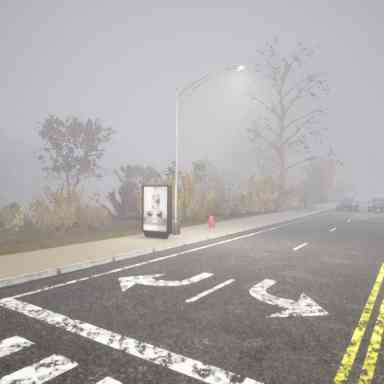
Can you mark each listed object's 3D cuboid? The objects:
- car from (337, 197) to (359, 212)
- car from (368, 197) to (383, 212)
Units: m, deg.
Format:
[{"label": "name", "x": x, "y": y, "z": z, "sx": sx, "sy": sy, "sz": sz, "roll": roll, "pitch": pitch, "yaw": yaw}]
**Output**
[{"label": "car", "x": 18.659, "y": 1.390, "z": 39.780, "sx": 2.097, "sy": 1.767, "sz": 4.553, "roll": 0, "pitch": 0, "yaw": 30}, {"label": "car", "x": 21.463, "y": 1.393, "z": 38.137, "sx": 2.097, "sy": 1.767, "sz": 4.553, "roll": 0, "pitch": 0, "yaw": 30}]
